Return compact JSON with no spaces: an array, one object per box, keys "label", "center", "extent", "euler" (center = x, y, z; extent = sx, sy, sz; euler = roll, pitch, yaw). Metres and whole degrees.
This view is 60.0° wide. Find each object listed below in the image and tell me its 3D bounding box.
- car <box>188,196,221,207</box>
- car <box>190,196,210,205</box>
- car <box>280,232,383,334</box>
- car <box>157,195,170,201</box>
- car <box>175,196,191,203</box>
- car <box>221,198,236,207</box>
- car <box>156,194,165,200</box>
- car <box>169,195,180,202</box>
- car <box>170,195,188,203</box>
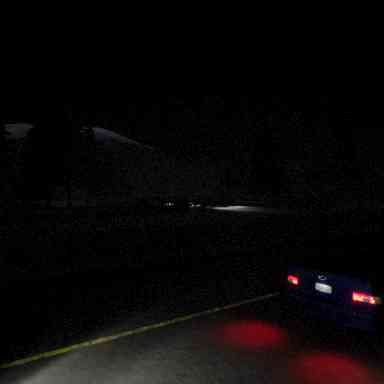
[{"label":"car","center":[1.840,1.491,51.322],"extent":[2.128,1.511,4.902],"euler":[0,0,-27]},{"label":"car","center":[1.380,1.526,60.451],"extent":[1.812,1.442,4.674],"euler":[0,0,-22]},{"label":"car","center":[4.099,1.547,6.659],"extent":[5.357,1.411,2.033],"euler":[0,0,-35]},{"label":"car","center":[-4.959,1.489,67.630],"extent":[2.128,1.511,4.902],"euler":[0,0,-17]},{"label":"car","center":[-1.886,1.547,69.458],"extent":[2.033,1.411,5.357],"euler":[0,0,-18]},{"label":"car","center":[5.148,1.564,52.574],"extent":[1.994,1.385,4.181],"euler":[0,0,-29]},{"label":"car","center":[-8.622,1.413,92.540],"extent":[2.033,1.411,5.357],"euler":[0,0,0]},{"label":"car","center":[-4.190,1.525,80.027],"extent":[2.128,1.511,4.902],"euler":[0,0,-10]},{"label":"car","center":[-1.957,1.564,59.387],"extent":[1.994,1.385,4.181],"euler":[0,0,-21]}]
